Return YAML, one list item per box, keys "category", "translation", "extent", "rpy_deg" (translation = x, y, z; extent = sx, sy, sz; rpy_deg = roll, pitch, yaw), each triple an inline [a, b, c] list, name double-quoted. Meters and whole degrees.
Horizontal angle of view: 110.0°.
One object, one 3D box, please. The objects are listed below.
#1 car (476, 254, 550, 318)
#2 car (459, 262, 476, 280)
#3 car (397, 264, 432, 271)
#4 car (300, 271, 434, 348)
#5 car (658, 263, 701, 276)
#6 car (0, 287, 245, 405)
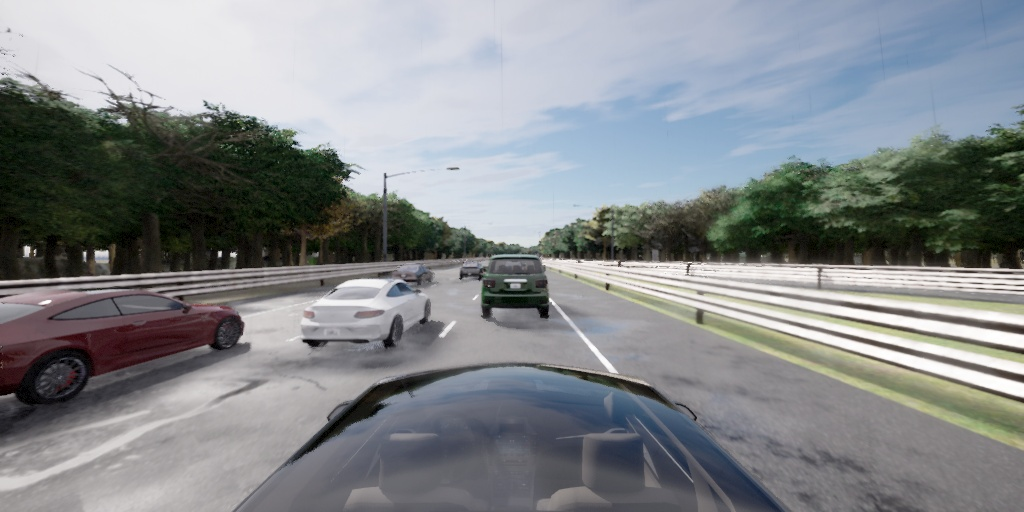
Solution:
- category: "car"
  translation: [0.104, 0.967, 13.153]
  extent: [2.150, 2.045, 5.566]
  rpy_deg: [0, 0, 0]
- category: "car"
  translation: [-3.388, 1.239, 31.223]
  extent: [2.128, 1.511, 4.902]
  rpy_deg: [0, 0, 0]
- category: "car"
  translation: [-6.898, 1.294, 25.282]
  extent: [2.033, 1.411, 5.357]
  rpy_deg: [0, 0, 0]
- category: "car"
  translation: [-3.399, 1.272, 9.082]
  extent: [1.812, 1.442, 4.674]
  rpy_deg: [0, 0, 0]
- category: "car"
  translation: [18.250, 1.430, 39.483]
  extent: [2.033, 1.411, 5.357]
  rpy_deg: [0, 0, -18]
- category: "car"
  translation: [-6.907, 1.258, 6.077]
  extent: [1.812, 1.442, 4.674]
  rpy_deg: [0, -1, 0]
